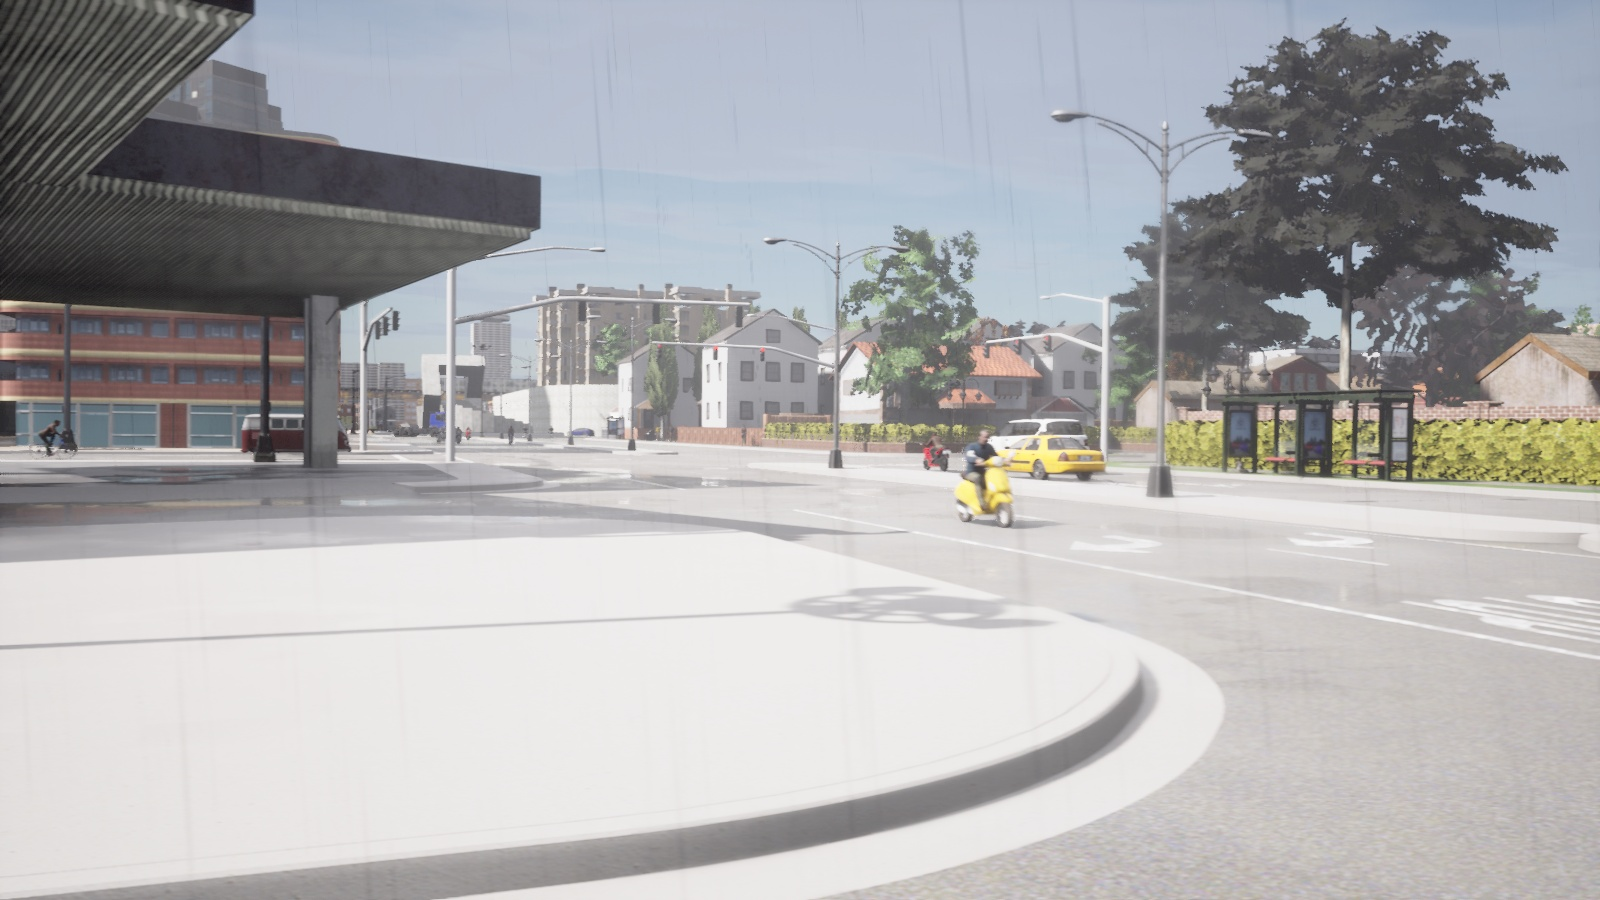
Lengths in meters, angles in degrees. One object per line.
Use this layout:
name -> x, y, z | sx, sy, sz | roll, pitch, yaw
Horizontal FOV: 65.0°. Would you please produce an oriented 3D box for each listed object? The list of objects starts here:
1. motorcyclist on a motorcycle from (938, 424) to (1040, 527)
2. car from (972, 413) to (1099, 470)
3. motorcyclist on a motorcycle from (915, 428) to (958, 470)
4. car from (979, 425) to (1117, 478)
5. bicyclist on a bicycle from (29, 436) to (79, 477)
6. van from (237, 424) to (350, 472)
motorcyclist on a motorcycle -> 3.077, 0.384, 20.591 | 0.866, 1.590, 1.817 | -1, 1, -20
car -> 8.872, -0.355, 47.905 | 2.150, 2.045, 5.566 | -1, 1, -21
motorcyclist on a motorcycle -> 5.180, -0.051, 47.800 | 0.797, 1.523, 2.044 | -1, 1, -21
car -> 7.890, -0.005, 40.552 | 1.801, 1.575, 5.366 | -1, 1, -21
bicyclist on a bicycle -> -30.364, 0.251, 51.137 | 1.656, 1.620, 0.582 | -1, 1, -21
van -> -21.903, -0.094, 54.455 | 4.442, 1.987, 1.775 | -1, 1, -21
